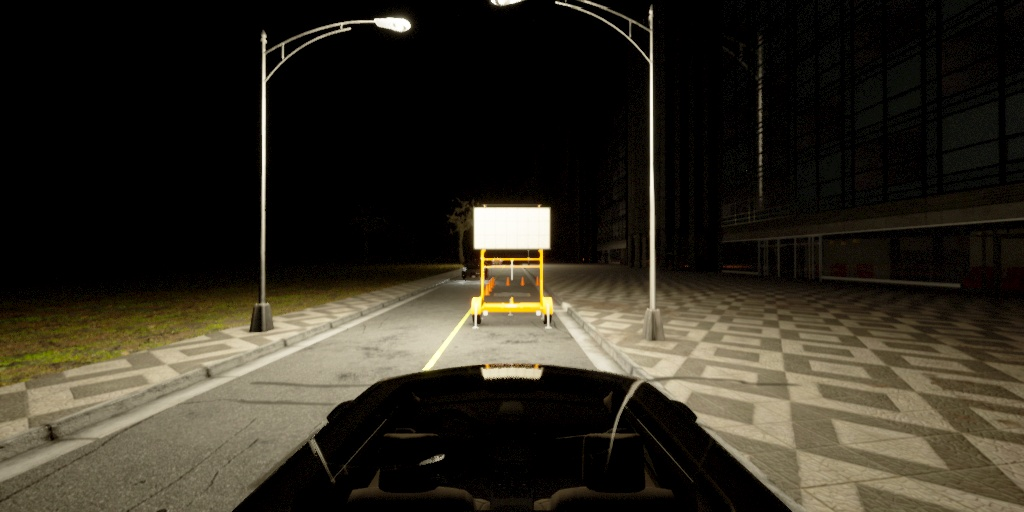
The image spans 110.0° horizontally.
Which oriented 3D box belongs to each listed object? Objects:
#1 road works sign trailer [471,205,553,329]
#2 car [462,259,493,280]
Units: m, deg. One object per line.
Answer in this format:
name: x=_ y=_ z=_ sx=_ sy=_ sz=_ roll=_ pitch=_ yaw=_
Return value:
road works sign trailer: x=0.001 y=0.207 z=11.230 sx=2.380 sy=3.560 sz=2.880 roll=0 pitch=0 yaw=0
car: x=-3.096 y=1.082 z=31.191 sx=2.097 sy=1.767 sz=4.553 roll=0 pitch=0 yaw=0
